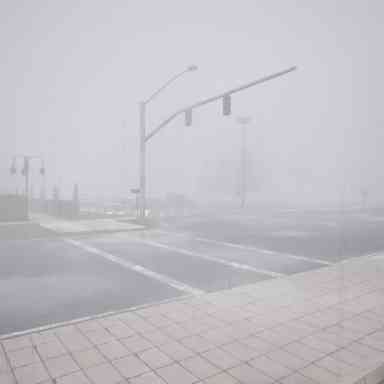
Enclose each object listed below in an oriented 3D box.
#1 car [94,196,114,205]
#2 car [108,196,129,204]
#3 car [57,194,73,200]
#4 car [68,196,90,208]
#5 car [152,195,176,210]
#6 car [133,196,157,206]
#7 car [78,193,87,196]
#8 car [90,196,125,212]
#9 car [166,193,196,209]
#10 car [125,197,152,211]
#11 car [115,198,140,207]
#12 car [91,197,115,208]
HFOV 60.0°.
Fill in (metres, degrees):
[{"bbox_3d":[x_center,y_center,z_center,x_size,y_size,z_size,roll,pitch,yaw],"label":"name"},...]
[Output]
[{"bbox_3d":[-15.844,1.505,59.455,1.837,1.490,4.892,0,0,-36],"label":"car"},{"bbox_3d":[-13.914,1.547,62.772,2.033,1.411,5.357,0,0,-36],"label":"car"},{"bbox_3d":[-21.623,1.505,55.490,1.837,1.490,4.892,0,0,-36],"label":"car"},{"bbox_3d":[-15.512,1.601,47.082,1.895,1.301,4.718,0,0,-36],"label":"car"},{"bbox_3d":[-4.578,1.505,43.976,1.837,1.490,4.892,0,0,-36],"label":"car"},{"bbox_3d":[-7.747,1.505,54.261,1.837,1.490,4.892,0,0,-36],"label":"car"},{"bbox_3d":[-19.723,1.221,58.838,2.150,2.045,5.566,0,0,-36],"label":"car"},{"bbox_3d":[-10.103,1.526,39.679,1.812,1.442,4.674,0,0,-36],"label":"car"},{"bbox_3d":[-1.759,1.221,46.055,2.150,2.045,5.566,0,0,-36],"label":"car"},{"bbox_3d":[-7.523,1.547,42.077,2.033,1.411,5.357,0,0,-36],"label":"car"},{"bbox_3d":[-9.996,1.601,51.398,1.895,1.301,4.718,0,0,-36],"label":"car"},{"bbox_3d":[-13.432,1.505,50.172,1.837,1.490,4.892,0,0,-36],"label":"car"}]
